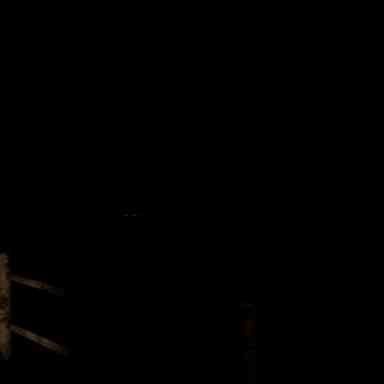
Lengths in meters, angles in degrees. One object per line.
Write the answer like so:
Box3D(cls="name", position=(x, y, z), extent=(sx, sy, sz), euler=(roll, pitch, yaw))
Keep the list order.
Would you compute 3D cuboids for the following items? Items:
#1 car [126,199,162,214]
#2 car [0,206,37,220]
Box3D(cls="car", position=(-6.542, 1.942, 46.100), extent=(2.150, 2.045, 5.566), euler=(-1, -1, 36))
Box3D(cls="car", position=(-17.344, 2.014, 31.265), extent=(1.895, 1.301, 4.718), euler=(-1, -1, 36))
